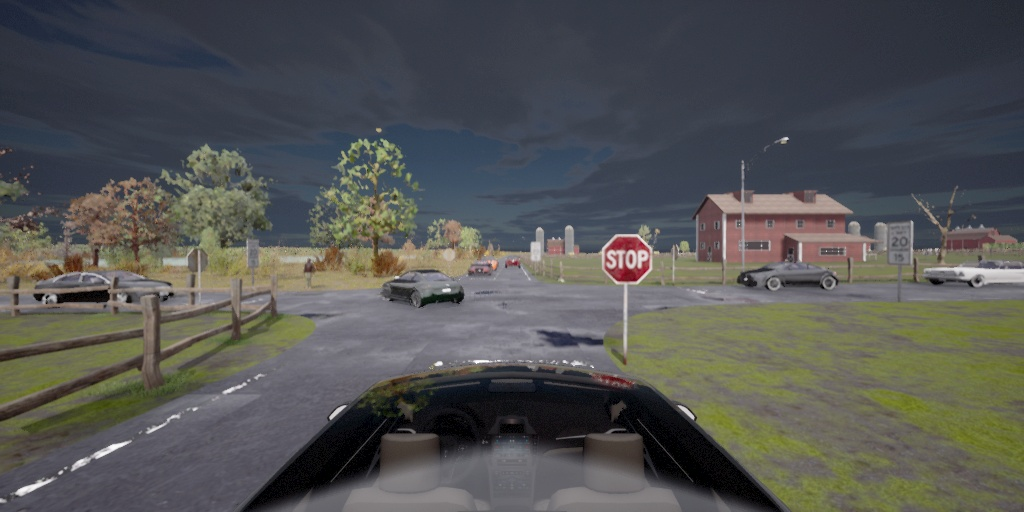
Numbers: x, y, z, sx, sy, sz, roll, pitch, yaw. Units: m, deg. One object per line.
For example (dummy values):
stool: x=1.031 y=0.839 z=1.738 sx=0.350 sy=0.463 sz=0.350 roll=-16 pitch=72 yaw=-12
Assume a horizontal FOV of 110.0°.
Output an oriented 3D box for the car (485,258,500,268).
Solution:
car: x=-2.825 y=0.989 z=52.724 sx=1.895 sy=1.301 sz=4.718 roll=0 pitch=0 yaw=0

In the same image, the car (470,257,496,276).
car: x=-2.834 y=1.091 z=33.077 sx=1.994 sy=1.385 sz=4.181 roll=0 pitch=0 yaw=1

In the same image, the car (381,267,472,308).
car: x=-3.847 y=1.266 z=15.053 sx=1.994 sy=1.385 sz=4.181 roll=-1 pitch=1 yaw=-43

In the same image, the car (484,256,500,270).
car: x=-2.829 y=0.810 z=42.830 sx=2.097 sy=1.767 sz=4.553 roll=0 pitch=0 yaw=0

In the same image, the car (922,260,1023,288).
car: x=23.929 y=0.858 z=18.094 sx=4.718 sy=1.301 sz=1.895 roll=-1 pitch=1 yaw=0

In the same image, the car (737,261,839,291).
car: x=13.860 y=0.967 z=18.171 sx=4.181 sy=1.385 sz=1.994 roll=-1 pitch=1 yaw=1

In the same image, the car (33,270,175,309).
car: x=-17.459 y=1.378 z=15.497 sx=4.902 sy=1.511 sz=2.128 roll=-1 pitch=1 yaw=1

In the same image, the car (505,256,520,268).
car: x=0.108 y=0.744 z=52.207 sx=2.097 sy=1.767 sz=4.553 roll=0 pitch=0 yaw=0

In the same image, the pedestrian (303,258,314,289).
pedestrian: x=-12.154 y=1.025 z=21.406 sx=0.375 sy=1.860 sz=0.375 roll=0 pitch=2 yaw=0
